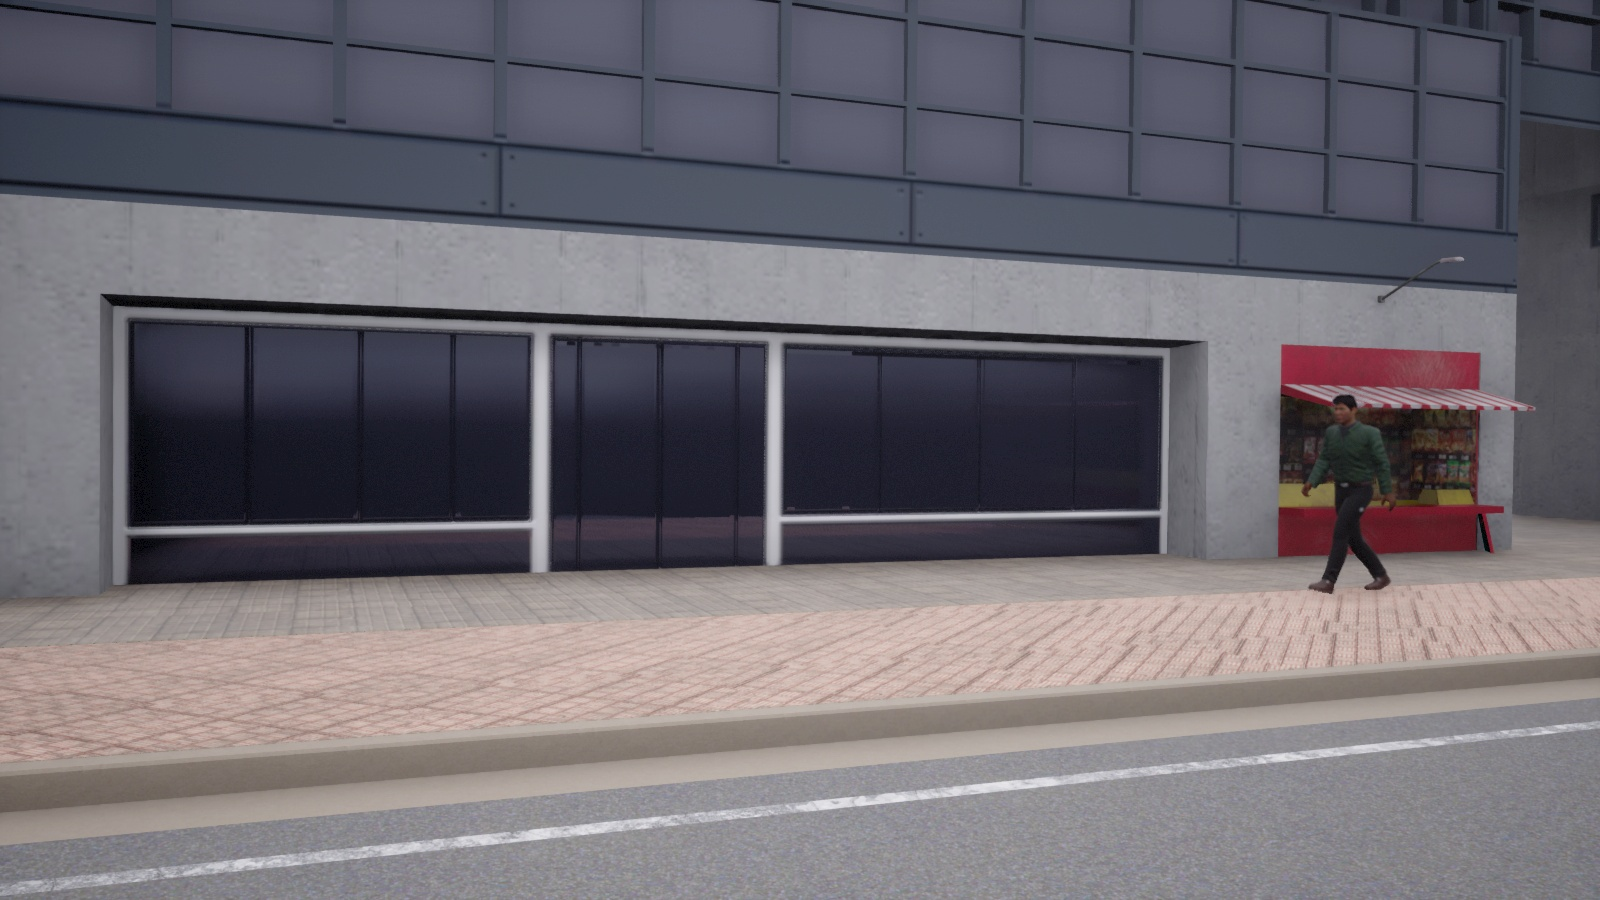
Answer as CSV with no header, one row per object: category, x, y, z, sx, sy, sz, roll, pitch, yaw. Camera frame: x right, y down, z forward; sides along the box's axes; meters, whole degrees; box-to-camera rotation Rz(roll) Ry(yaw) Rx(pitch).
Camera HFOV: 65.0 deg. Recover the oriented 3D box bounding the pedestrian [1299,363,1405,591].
pedestrian,4.862,0.224,11.063,0.788,1.949,0.423,-1,1,-23
